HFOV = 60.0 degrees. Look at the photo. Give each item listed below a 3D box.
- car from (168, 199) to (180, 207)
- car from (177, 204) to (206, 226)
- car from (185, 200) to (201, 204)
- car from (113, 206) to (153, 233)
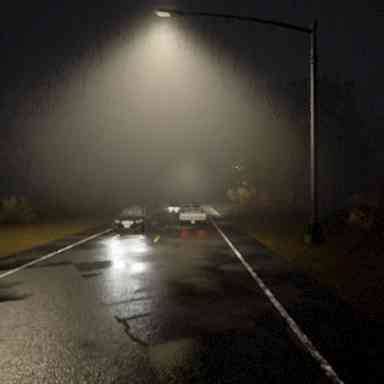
[{"bbox_3d":[-3.201,1.962,60.254,2.128,1.511,4.902,0,0,3],"label":"car"},{"bbox_3d":[0.068,1.798,25.131,1.895,1.301,4.718,0,0,0],"label":"car"},{"bbox_3d":[0.072,1.831,43.569,2.128,1.511,4.902,0,-1,0],"label":"car"},{"bbox_3d":[-3.624,1.656,21.030,2.128,1.511,4.902,0,0,0],"label":"car"}]
